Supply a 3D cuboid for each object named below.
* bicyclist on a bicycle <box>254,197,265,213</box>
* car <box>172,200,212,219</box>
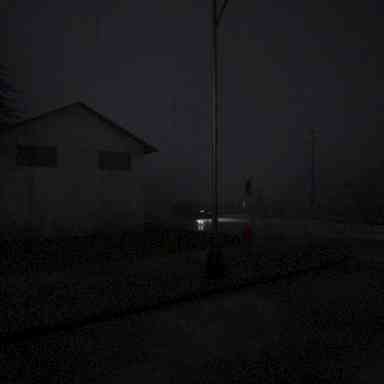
[{"bbox_3d":[6.890,1.300,33.979,1.656,1.620,0.582,0,0,-36],"label":"bicyclist on a bicycle"},{"bbox_3d":[0.044,1.472,29.116,1.837,1.490,4.892,0,0,-36],"label":"car"}]
